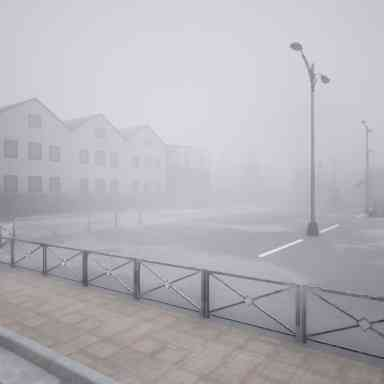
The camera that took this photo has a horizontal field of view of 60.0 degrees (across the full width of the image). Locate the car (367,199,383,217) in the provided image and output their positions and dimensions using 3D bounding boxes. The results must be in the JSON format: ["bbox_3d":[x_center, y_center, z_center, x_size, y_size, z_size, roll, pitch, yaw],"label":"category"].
[{"bbox_3d":[15.407,1.298,26.815,2.007,1.523,4.514,0,0,35],"label":"car"}]
